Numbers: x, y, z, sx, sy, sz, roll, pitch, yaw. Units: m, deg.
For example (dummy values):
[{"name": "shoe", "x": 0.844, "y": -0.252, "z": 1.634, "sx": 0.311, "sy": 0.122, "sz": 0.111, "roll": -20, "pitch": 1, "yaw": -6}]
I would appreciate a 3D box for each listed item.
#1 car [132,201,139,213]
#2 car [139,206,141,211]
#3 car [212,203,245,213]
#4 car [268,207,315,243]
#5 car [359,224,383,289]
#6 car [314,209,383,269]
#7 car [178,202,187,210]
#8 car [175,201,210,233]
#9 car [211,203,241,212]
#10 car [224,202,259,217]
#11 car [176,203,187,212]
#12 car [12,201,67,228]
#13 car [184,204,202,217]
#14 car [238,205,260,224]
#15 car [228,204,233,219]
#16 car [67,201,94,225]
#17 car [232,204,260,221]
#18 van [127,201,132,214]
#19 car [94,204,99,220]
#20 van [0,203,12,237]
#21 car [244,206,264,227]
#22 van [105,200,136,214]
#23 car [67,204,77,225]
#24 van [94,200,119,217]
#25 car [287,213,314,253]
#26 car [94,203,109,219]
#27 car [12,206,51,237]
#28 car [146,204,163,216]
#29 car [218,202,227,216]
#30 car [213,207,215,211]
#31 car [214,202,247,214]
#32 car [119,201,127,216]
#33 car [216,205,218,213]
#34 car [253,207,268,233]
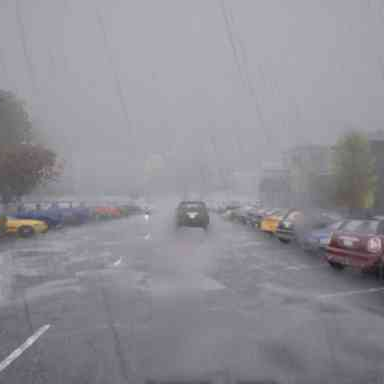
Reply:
[{"name": "car", "x": -11.145, "y": 2.262, "z": 49.267, "sx": 5.566, "sy": 2.045, "sz": 2.435, "roll": 0, "pitch": -2, "yaw": -19}, {"name": "car", "x": -11.047, "y": 2.648, "z": 55.241, "sx": 5.008, "sy": 1.535, "sz": 2.097, "roll": 0, "pitch": -1, "yaw": -19}, {"name": "car", "x": 5.919, "y": 2.599, "z": 54.105, "sx": 4.792, "sy": 1.488, "sz": 2.163, "roll": 1, "pitch": -1, "yaw": -21}, {"name": "car", "x": 6.333, "y": 1.597, "z": 15.897, "sx": 4.553, "sy": 1.767, "sz": 2.185, "roll": 1, "pitch": -2, "yaw": -20}, {"name": "car", "x": 6.394, "y": 1.562, "z": 7.099, "sx": 5.008, "sy": 1.535, "sz": 2.097, "roll": 1, "pitch": -1, "yaw": -20}, {"name": "car", "x": 6.362, "y": 1.485, "z": 10.032, "sx": 4.553, "sy": 1.767, "sz": 2.185, "roll": 1, "pitch": -1, "yaw": -20}, {"name": "car", "x": -1.978, "y": 2.891, "z": 68.042, "sx": 1.812, "sy": 1.442, "sz": 4.674, "roll": 0, "pitch": 0, "yaw": -1}, {"name": "car", "x": 0.000, "y": 1.622, "z": 22.575, "sx": 2.150, "sy": 2.045, "sz": 5.566, "roll": 0, "pitch": -1, "yaw": 0}, {"name": "car", "x": 5.901, "y": 2.676, "z": 57.067, "sx": 4.674, "sy": 1.452, "sz": 2.002, "roll": 1, "pitch": -1, "yaw": -21}, {"name": "car", "x": 6.227, "y": 2.112, "z": 33.509, "sx": 5.008, "sy": 1.535, "sz": 2.097, "roll": 1, "pitch": -1, "yaw": -21}, {"name": "car", "x": -1.800, "y": 2.714, "z": 58.573, "sx": 1.837, "sy": 1.490, "sz": 4.892, "roll": 0, "pitch": -1, "yaw": -1}, {"name": "car", "x": -11.516, "y": 1.651, "z": 22.193, "sx": 5.566, "sy": 2.045, "sz": 2.435, "roll": 0, "pitch": -1, "yaw": -20}, {"name": "car", "x": 0.183, "y": 2.347, "z": 42.294, "sx": 1.837, "sy": 1.490, "sz": 4.892, "roll": -1, "pitch": -2, "yaw": 6}, {"name": "car", "x": 6.296, "y": 1.917, "z": 24.704, "sx": 4.892, "sy": 1.521, "sz": 2.231, "roll": 1, "pitch": -2, "yaw": -20}, {"name": "car", "x": 6.220, "y": 2.076, "z": 30.563, "sx": 4.792, "sy": 1.488, "sz": 2.163, "roll": 1, "pitch": -1, "yaw": -20}, {"name": "car", "x": -11.512, "y": 1.787, "z": 28.210, "sx": 5.566, "sy": 2.045, "sz": 2.435, "roll": 0, "pitch": -1, "yaw": -20}, {"name": "car", "x": 6.284, "y": 1.981, "z": 27.638, "sx": 5.008, "sy": 1.535, "sz": 2.097, "roll": 1, "pitch": -1, "yaw": -20}, {"name": "van", "x": -11.120, "y": 2.219, "z": 46.296, "sx": 4.442, "sy": 1.987, "sz": 1.878, "roll": 0, "pitch": -2, "yaw": -19}, {"name": "car", "x": -11.484, "y": 2.136, "z": 31.218, "sx": 4.792, "sy": 1.488, "sz": 2.163, "roll": 0, "pitch": -1, "yaw": -19}, {"name": "van", "x": -11.564, "y": 1.543, "z": 16.170, "sx": 4.442, "sy": 1.987, "sz": 1.878, "roll": 0, "pitch": -1, "yaw": -20}, {"name": "car", "x": 6.315, "y": 1.852, "z": 21.772, "sx": 4.892, "sy": 1.521, "sz": 2.231, "roll": 1, "pitch": -2, "yaw": -20}, {"name": "van", "x": -11.222, "y": 2.355, "z": 52.209, "sx": 4.442, "sy": 1.987, "sz": 1.878, "roll": 0, "pitch": -1, "yaw": -19}, {"name": "car", "x": -11.489, "y": 1.971, "z": 25.201, "sx": 4.892, "sy": 1.521, "sz": 2.231, "roll": 0, "pitch": -1, "yaw": -20}, {"name": "van", "x": -11.449, "y": 2.085, "z": 40.209, "sx": 4.442, "sy": 1.987, "sz": 1.878, "roll": 0, "pitch": -1, "yaw": -19}, {"name": "car", "x": 6.381, "y": 1.704, "z": 12.961, "sx": 4.674, "sy": 1.452, "sz": 2.002, "roll": 1, "pitch": -1, "yaw": -20}, {"name": "car", "x": -11.435, "y": 2.175, "z": 34.238, "sx": 4.892, "sy": 1.521, "sz": 2.231, "roll": 0, "pitch": -2, "yaw": -19}, {"name": "car", "x": -11.296, "y": 1.830, "z": 19.270, "sx": 5.366, "sy": 1.575, "sz": 1.946, "roll": 0, "pitch": -2, "yaw": -20}, {"name": "car", "x": -5.186, "y": 2.453, "z": 45.783, "sx": 1.812, "sy": 1.442, "sz": 4.674, "roll": 0, "pitch": -1, "yaw": 0}, {"name": "car", "x": 6.012, "y": 2.170, "z": 36.378, "sx": 5.366, "sy": 1.575, "sz": 1.946, "roll": 1, "pitch": -1, "yaw": -21}, {"name": "car", "x": 6.060, "y": 2.469, "z": 48.232, "sx": 4.792, "sy": 1.488, "sz": 2.163, "roll": 1, "pitch": -2, "yaw": -21}, {"name": "car", "x": 5.962, "y": 2.378, "z": 51.165, "sx": 4.553, "sy": 1.767, "sz": 2.185, "roll": 1, "pitch": -2, "yaw": -21}, {"name": "car", "x": -11.254, "y": 2.252, "z": 43.259, "sx": 4.553, "sy": 1.767, "sz": 2.185, "roll": 0, "pitch": -1, "yaw": -19}, {"name": "car", "x": 6.122, "y": 2.308, "z": 42.322, "sx": 5.008, "sy": 1.535, "sz": 2.097, "roll": 1, "pitch": -1, "yaw": -21}, {"name": "car", "x": 6.338, "y": 1.786, "z": 18.835, "sx": 5.008, "sy": 1.535, "sz": 2.097, "roll": 1, "pitch": -2, "yaw": -20}]
